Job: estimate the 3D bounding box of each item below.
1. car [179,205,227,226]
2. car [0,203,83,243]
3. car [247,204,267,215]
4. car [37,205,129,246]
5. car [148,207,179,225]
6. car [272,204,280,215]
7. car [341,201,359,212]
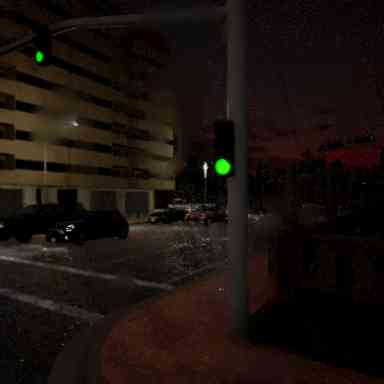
[{"bbox_3d":[1.251,1.976,28.964,2.097,1.767,4.553,-1,-1,32],"label":"car"},{"bbox_3d":[-8.762,1.694,19.611,2.150,2.045,5.566,-1,-1,32],"label":"car"},{"bbox_3d":[9.428,2.507,48.409,1.812,1.442,4.674,-1,-2,33],"label":"car"},{"bbox_3d":[-5.579,1.785,18.096,2.097,1.767,4.553,-1,-1,32],"label":"car"},{"bbox_3d":[-2.028,2.154,30.323,2.128,1.511,4.902,-1,-1,32],"label":"car"},{"bbox_3d":[12.888,2.460,47.316,1.837,1.490,4.892,-1,-2,32],"label":"car"},{"bbox_3d":[27.288,2.599,56.951,1.837,1.490,4.892,-1,-1,33],"label":"car"}]
